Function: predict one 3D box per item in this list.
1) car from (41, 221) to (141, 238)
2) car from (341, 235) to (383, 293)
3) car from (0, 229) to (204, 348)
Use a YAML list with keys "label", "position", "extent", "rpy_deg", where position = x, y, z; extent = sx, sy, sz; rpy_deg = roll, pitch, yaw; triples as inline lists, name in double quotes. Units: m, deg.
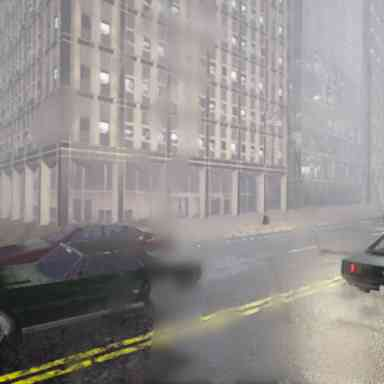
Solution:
- label: "car"
  position: [-2.955, 1.588, 9.646]
  extent: [5.357, 1.411, 2.033]
  rpy_deg: [0, 0, -37]
- label: "car"
  position: [5.506, 1.595, 7.733]
  extent: [4.718, 1.301, 1.895]
  rpy_deg: [0, 0, -38]
- label: "car"
  position: [-2.150, 1.630, 6.208]
  extent: [4.718, 1.301, 1.895]
  rpy_deg: [0, 0, -37]
